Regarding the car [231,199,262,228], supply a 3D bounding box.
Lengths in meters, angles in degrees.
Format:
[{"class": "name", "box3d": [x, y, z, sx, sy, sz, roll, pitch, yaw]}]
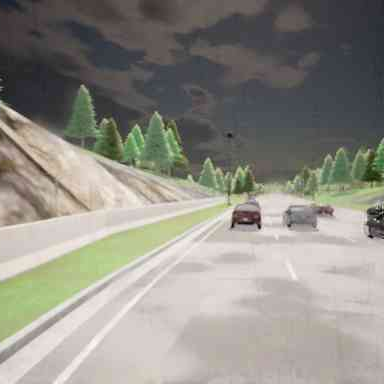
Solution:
[{"class": "car", "box3d": [3.738, 1.518, 22.721, 1.882, 1.535, 5.008, 0, 0, 11]}]

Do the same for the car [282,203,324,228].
[{"class": "car", "box3d": [7.331, 1.615, 22.908, 2.033, 1.411, 5.357, 0, 0, 11]}]

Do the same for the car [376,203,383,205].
[{"class": "car", "box3d": [14.996, 1.619, 25.649, 2.128, 1.511, 4.902, 0, 0, 11]}]

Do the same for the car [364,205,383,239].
[{"class": "car", "box3d": [9.438, 1.585, 15.112, 1.837, 1.490, 4.892, 0, 0, 10]}]

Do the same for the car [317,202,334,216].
[{"class": "car", "box3d": [13.061, 1.718, 34.093, 1.895, 1.301, 4.718, 0, 0, 11]}]
